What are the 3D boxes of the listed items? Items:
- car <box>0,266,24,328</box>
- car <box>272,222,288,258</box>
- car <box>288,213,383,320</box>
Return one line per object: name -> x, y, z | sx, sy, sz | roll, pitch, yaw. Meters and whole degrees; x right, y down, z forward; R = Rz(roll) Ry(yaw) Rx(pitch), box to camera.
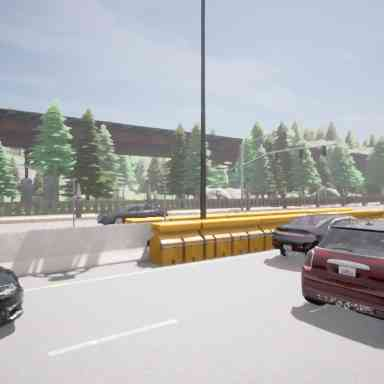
car -> -5.010, 1.490, 4.472 | 4.902, 1.511, 2.128 | 0, 0, -36
car -> 4.881, 1.490, 11.525 | 4.902, 1.511, 2.128 | 0, 0, -36
car -> 4.343, 1.352, 6.845 | 4.553, 1.767, 2.097 | 0, 0, -36
